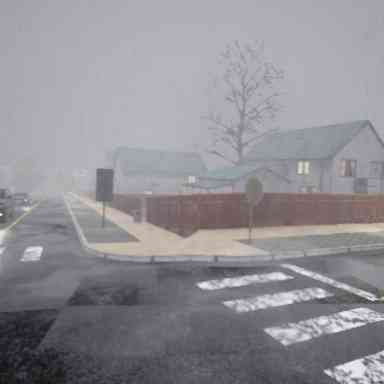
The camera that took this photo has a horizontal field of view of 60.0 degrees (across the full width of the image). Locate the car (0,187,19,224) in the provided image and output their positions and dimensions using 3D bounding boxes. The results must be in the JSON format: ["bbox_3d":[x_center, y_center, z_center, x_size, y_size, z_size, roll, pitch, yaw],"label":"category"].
[{"bbox_3d":[-12.184,0.720,20.156,2.150,2.045,5.566,1,0,-22],"label":"car"}]

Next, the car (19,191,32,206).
[{"bbox_3d":[-18.624,0.721,36.303,1.837,1.490,4.892,1,0,-22],"label":"car"}]
